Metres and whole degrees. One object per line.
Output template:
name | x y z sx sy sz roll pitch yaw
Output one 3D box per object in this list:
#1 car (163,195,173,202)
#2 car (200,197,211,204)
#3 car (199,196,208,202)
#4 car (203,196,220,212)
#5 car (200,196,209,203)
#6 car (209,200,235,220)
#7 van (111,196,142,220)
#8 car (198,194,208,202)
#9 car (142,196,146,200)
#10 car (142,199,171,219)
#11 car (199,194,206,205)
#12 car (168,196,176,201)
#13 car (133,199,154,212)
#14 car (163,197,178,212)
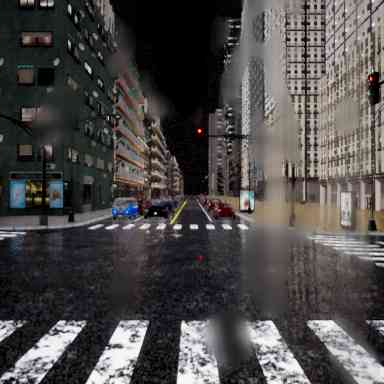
car | -5.669 1.557 78.169 1.967 1.590 4.097 0 0 0
car | 2.709 1.646 67.112 2.008 1.369 4.403 0 0 0
car | 2.711 1.699 78.167 1.802 1.307 4.206 0 0 0
car | 2.706 1.489 39.475 1.967 1.590 4.097 0 0 0
car | 2.710 1.651 72.640 1.887 1.381 4.507 0 0 0
car | 2.703 1.615 28.418 1.802 1.307 4.206 0 0 0
van | -5.677 1.374 28.421 1.690 1.788 3.998 0 0 0
car | 2.714 1.443 83.695 2.192 1.841 5.009 0 0 0
car | -5.675 1.356 33.949 2.192 1.841 5.009 0 0 0
car | -3.114 1.599 29.607 1.994 1.385 4.181 0 0 -2
car | 2.708 1.514 56.057 1.967 1.590 4.097 0 0 0
car | -5.667 1.719 94.752 1.947 1.339 4.313 0 0 0
car | -5.676 1.593 39.477 1.887 1.381 4.507 0 0 0
car | -3.093 1.650 39.724 1.895 1.301 4.718 0 0 0
